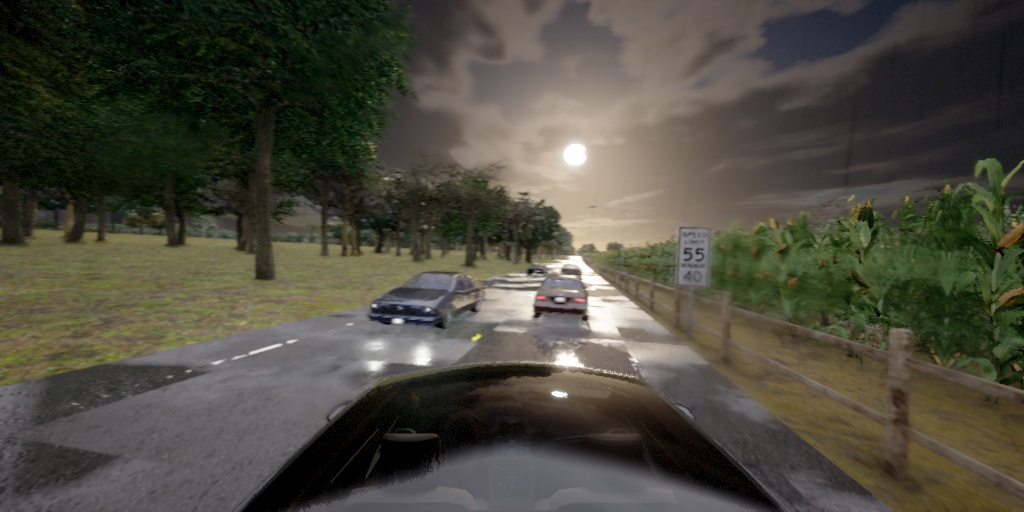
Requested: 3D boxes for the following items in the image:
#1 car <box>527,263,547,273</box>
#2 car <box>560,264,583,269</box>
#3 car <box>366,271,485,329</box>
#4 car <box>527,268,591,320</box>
[{"bbox_3d":[2.739,1.460,38.351,1.895,1.301,4.718,3,0,11],"label":"car"},{"bbox_3d":[5.204,1.445,31.577,1.882,1.535,5.008,3,0,10],"label":"car"},{"bbox_3d":[-2.241,1.190,11.179,2.033,1.411,5.357,3,0,10],"label":"car"},{"bbox_3d":[1.884,1.373,13.215,2.033,1.411,5.357,3,0,10],"label":"car"}]
